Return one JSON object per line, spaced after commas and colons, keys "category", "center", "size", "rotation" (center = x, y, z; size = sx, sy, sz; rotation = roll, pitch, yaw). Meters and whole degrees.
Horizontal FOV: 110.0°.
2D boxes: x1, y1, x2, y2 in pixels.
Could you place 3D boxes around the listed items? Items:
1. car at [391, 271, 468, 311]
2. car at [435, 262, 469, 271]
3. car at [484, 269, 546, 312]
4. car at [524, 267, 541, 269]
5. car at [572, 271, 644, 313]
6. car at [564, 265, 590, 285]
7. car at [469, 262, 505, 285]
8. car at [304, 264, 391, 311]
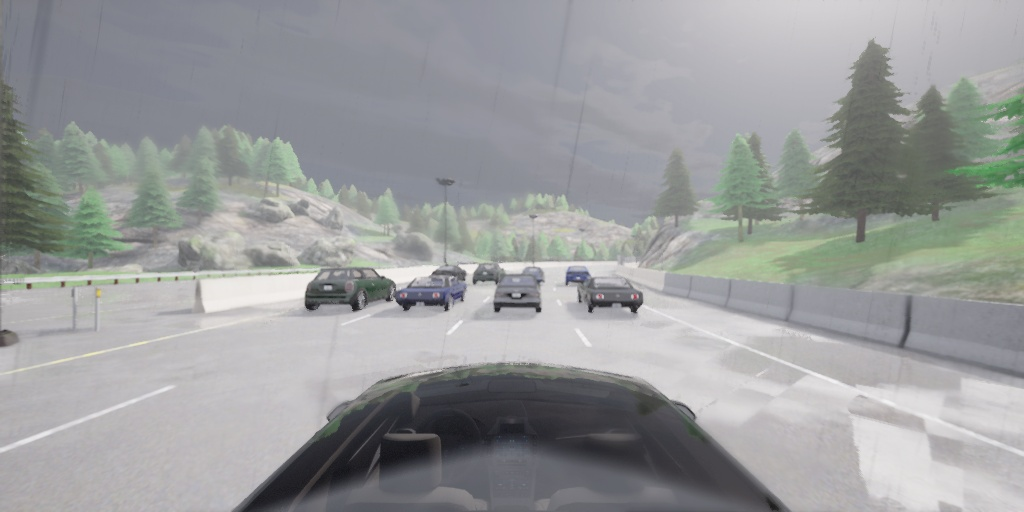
{"category": "car", "center": [-3.176, 1.476, 15.188], "size": [1.895, 1.301, 4.718], "rotation": [0, -1, 4]}
{"category": "car", "center": [-5.168, 1.495, 30.297], "size": [1.882, 1.535, 5.008], "rotation": [0, 0, 8]}
{"category": "car", "center": [0.308, 1.422, 14.862], "size": [2.033, 1.411, 5.357], "rotation": [0, -1, 4]}
{"category": "car", "center": [1.689, 1.557, 28.866], "size": [2.033, 1.411, 5.357], "rotation": [0, -1, 8]}
{"category": "car", "center": [3.811, 1.478, 14.770], "size": [1.895, 1.301, 4.718], "rotation": [0, -1, 4]}
{"category": "car", "center": [5.235, 1.490, 28.873], "size": [1.882, 1.535, 5.008], "rotation": [0, 0, 8]}
{"category": "car", "center": [-1.763, 1.362, 29.431], "size": [2.097, 1.767, 4.553], "rotation": [0, -1, 8]}
{"category": "car", "center": [-6.670, 1.225, 15.375], "size": [2.097, 1.767, 4.553], "rotation": [0, -1, 4]}
